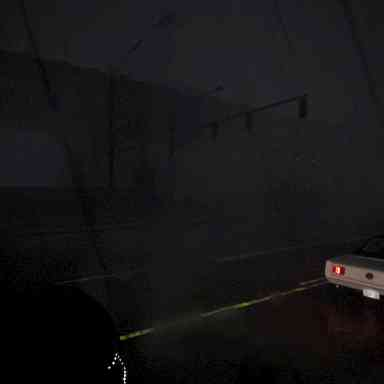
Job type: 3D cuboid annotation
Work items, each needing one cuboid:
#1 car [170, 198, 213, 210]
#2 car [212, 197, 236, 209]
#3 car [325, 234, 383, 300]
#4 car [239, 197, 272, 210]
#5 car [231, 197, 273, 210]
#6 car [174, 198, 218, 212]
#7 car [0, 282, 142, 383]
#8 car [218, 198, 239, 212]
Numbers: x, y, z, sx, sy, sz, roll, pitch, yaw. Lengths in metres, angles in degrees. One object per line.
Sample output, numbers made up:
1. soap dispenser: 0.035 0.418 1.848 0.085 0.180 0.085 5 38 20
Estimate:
1. car: 0.008 1.295 36.399 4.536 1.218 1.853 0 0 8
2. car: 3.819 1.295 39.129 1.853 1.218 4.536 0 0 18
3. car: 5.142 1.601 7.447 4.718 1.301 1.895 0 0 -35
4. car: 7.661 1.295 42.834 4.536 1.218 1.853 0 0 -7
5. car: 7.712 1.453 42.840 4.974 1.542 2.038 0 0 -7
6. car: 0.060 1.453 36.392 4.974 1.542 2.038 0 0 8
7. car: -3.003 1.221 1.607 5.566 2.045 2.150 0 0 -35
8. car: 3.803 1.453 39.079 2.038 1.542 4.974 0 0 18
